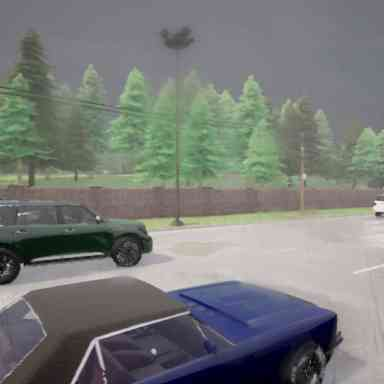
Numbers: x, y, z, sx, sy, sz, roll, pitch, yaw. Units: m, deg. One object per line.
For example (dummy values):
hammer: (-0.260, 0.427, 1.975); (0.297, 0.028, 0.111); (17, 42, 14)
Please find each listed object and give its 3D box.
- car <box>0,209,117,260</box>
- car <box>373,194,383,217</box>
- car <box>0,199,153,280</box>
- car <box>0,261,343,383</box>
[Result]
car: (-5.533, 1.505, 12.694); (4.892, 1.490, 1.837); (0, 0, -35)
car: (18.437, 1.221, 29.774); (5.566, 2.045, 2.150); (0, 0, -35)
car: (-3.898, 1.222, 9.562); (5.566, 2.045, 2.150); (0, 0, -35)
car: (-0.533, 1.601, 3.365); (4.718, 1.301, 1.895); (0, 0, -35)
